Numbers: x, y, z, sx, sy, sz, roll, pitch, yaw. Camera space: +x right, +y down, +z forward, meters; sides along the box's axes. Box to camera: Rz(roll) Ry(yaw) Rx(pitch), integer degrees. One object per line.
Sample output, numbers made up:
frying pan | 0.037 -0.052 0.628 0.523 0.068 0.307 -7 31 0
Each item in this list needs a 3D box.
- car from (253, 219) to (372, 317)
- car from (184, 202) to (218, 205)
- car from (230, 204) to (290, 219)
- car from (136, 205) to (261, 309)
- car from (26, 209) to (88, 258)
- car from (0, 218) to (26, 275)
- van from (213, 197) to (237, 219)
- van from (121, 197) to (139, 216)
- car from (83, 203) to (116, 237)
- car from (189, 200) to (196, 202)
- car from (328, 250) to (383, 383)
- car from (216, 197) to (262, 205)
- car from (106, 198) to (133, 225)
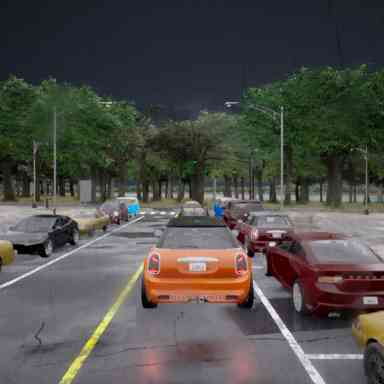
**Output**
car | 2.768 1.545 7.378 1.887 1.381 4.507 0 0 0
car | 0.114 1.493 17.265 2.128 1.511 4.902 0 0 0
car | 2.773 1.441 12.816 1.967 1.590 4.097 0 0 0
car | 0.107 1.352 8.051 2.097 1.767 4.553 0 0 0
car | -5.752 1.566 12.824 1.947 1.339 4.313 0 0 0
car | -5.758 1.525 7.217 1.752 1.417 4.829 0 0 0
van | 2.789 1.345 29.129 1.690 1.788 3.998 0 0 0
van | -5.737 1.345 29.137 1.690 1.788 3.998 0 0 0
car | -5.747 1.527 18.092 1.752 1.417 4.829 0 0 0
car | 0.023 1.460 27.211 1.801 1.575 5.366 0 0 1
car | 2.763 1.525 2.110 1.752 1.417 4.829 0 0 0
car | 2.778 1.317 18.254 2.192 1.841 5.009 0 0 0
car | -5.742 1.443 23.699 1.967 1.590 4.097 0 0 0
